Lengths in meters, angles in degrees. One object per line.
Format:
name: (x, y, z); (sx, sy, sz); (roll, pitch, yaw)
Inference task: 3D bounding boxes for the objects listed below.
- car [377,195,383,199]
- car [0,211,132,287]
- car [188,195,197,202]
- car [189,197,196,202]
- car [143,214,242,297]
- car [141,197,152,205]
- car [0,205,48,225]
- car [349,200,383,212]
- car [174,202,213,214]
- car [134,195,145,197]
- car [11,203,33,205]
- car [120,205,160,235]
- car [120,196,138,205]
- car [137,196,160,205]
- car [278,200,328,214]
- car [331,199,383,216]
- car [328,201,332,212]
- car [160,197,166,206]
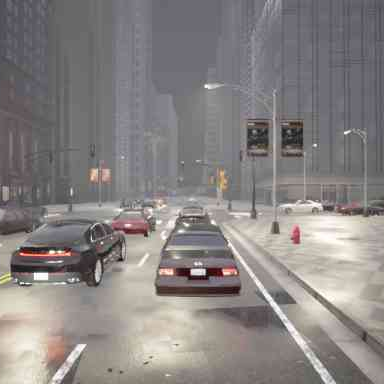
car: (21.526, 1.264, 36.071); (5.566, 2.045, 2.150); (0, -1, -1)
car: (-3.136, 1.516, 9.351); (1.837, 1.490, 4.892); (0, 0, 0)
car: (0.127, 1.685, 80.637); (2.150, 2.045, 5.566); (0, 0, 0)
car: (0.143, 2.027, 91.214); (1.882, 1.535, 5.008); (0, 0, 0)
car: (0.120, 1.557, 8.762); (2.033, 1.411, 5.357); (0, 0, 0)
car: (-9.639, 1.905, 71.105); (1.812, 1.442, 4.674); (0, 0, 0)
car: (-9.683, 1.579, 16.804); (2.033, 1.411, 5.357); (0, 0, 3)
car: (20.886, 1.643, 38.810); (4.313, 1.339, 1.947); (0, 0, -1)
car: (0.076, 1.543, 18.501); (1.837, 1.490, 4.892); (0, 0, 1)
car: (-9.722, 1.522, 60.758); (2.150, 2.045, 5.566); (0, 0, 0)
car: (-16.381, 1.714, 32.489); (4.181, 1.385, 1.994); (0, -1, -3)
car: (-3.122, 1.601, 18.251); (1.994, 1.385, 4.181); (0, 0, 0)
car: (-9.795, 1.734, 50.739); (1.837, 1.490, 4.892); (0, 0, -2)
car: (-6.515, 1.777, 50.847); (2.033, 1.411, 5.357); (0, 0, 0)
car: (11.692, 1.601, 35.924); (4.674, 1.442, 1.812); (0, -1, -1)
car: (15.363, 1.577, 30.208); (4.206, 1.307, 1.802); (0, 0, -1)
car: (15.246, 1.662, 38.732); (4.313, 1.339, 1.947); (0, 0, -1)
car: (-6.476, 1.647, 60.129); (2.097, 1.767, 4.553); (0, 0, 0)
